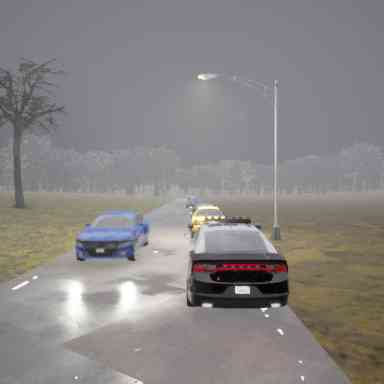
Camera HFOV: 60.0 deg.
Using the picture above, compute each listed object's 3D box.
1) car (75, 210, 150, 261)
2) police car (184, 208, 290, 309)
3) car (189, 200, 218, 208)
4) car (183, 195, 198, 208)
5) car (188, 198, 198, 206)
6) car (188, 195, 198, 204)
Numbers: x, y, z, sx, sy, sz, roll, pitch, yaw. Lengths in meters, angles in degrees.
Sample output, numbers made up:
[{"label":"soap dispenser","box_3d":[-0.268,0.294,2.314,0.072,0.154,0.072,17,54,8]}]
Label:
[{"label":"car","box_3d":[-2.724,1.468,12.369,1.882,1.535,5.008,0,0,0]},{"label":"police car","box_3d":[0.842,1.420,8.101,1.930,1.638,5.238,0,0,0]},{"label":"car","box_3d":[0.863,1.439,18.181,1.801,1.575,5.366,0,0,0]},{"label":"car","box_3d":[0.131,1.466,45.829,2.033,1.411,5.357,0,0,1]},{"label":"car","box_3d":[0.875,1.453,23.993,1.882,1.535,5.008,0,0,0]},{"label":"car","box_3d":[0.132,1.374,63.149,1.812,1.442,4.674,0,0,0]}]
